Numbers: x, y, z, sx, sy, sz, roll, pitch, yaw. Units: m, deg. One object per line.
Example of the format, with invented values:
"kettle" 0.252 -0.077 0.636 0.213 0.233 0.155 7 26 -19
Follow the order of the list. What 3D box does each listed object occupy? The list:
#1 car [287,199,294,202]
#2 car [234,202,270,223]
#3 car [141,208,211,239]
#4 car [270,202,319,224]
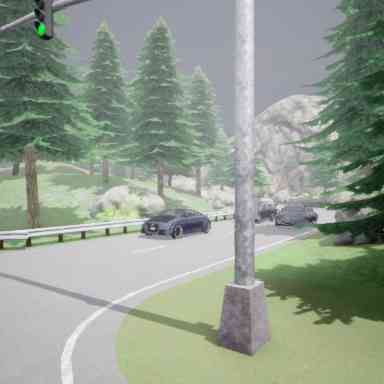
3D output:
"car" 10.637 1.519 34.277 1.837 1.490 4.892 0 0 28
"car" 4.974 1.507 25.774 2.128 1.511 4.902 0 0 35
"car" -0.748 1.579 17.640 1.994 1.385 4.181 0 0 35
"car" 7.216 1.640 22.704 1.994 1.385 4.181 0 -1 35
